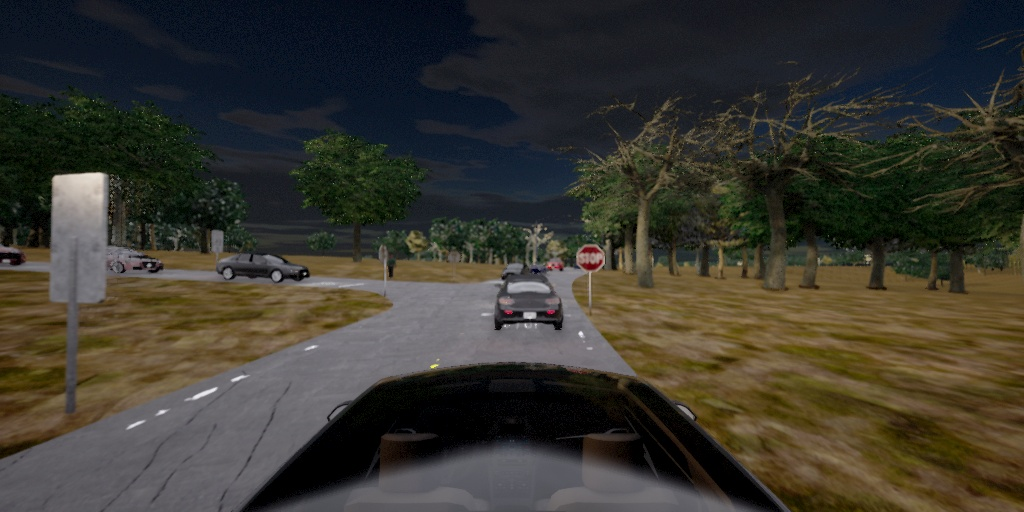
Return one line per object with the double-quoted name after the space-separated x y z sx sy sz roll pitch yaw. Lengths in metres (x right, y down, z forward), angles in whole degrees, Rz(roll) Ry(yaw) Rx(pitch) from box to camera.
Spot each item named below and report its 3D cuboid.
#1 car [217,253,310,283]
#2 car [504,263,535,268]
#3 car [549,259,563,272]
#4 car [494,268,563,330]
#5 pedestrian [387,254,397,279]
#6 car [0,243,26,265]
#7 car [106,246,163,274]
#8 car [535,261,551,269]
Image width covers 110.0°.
-13.921 0.636 20.208 4.892 1.490 1.837 3 -1 6 "car"
0.443 1.376 32.213 1.837 1.490 4.892 0 -1 15 "car"
6.890 1.426 56.971 2.150 2.045 5.566 0 -1 14 "car"
0.435 1.263 10.933 1.812 1.442 4.674 0 0 0 "car"
-8.780 0.755 26.124 0.375 1.860 0.375 0 -4 5 "pedestrian"
-32.942 -0.367 22.042 4.553 1.767 2.097 3 -1 6 "car"
-23.129 0.285 21.097 4.181 1.385 1.994 3 -1 5 "car"
2.885 1.597 41.870 1.895 1.301 4.718 0 -1 15 "car"
